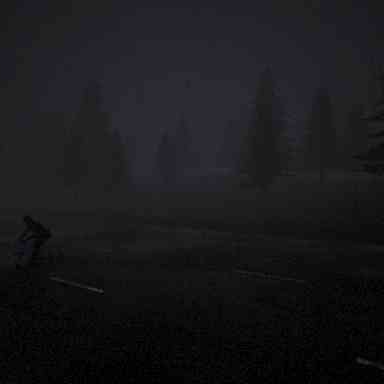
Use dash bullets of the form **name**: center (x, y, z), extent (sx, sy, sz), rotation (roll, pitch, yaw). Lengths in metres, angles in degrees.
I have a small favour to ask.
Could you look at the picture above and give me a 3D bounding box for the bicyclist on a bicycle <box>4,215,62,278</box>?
- **bicyclist on a bicycle**: center (-4.352, 1.455, 9.169), extent (0.582, 1.620, 1.656), rotation (0, 2, 36)
